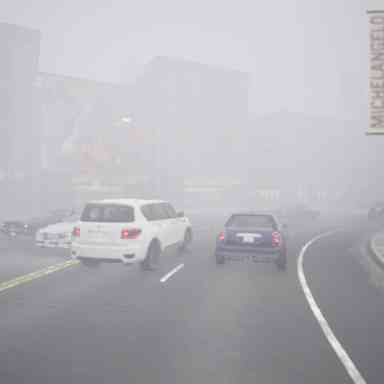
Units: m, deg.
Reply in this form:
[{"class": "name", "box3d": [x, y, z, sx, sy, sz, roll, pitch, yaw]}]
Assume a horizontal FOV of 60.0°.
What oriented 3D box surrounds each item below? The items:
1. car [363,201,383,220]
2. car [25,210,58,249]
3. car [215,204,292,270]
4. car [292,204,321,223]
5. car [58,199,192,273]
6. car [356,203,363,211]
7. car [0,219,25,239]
[{"class": "car", "box3d": [17.538, 1.562, 29.072, 4.553, 1.767, 2.097, 1, 0, -29]}, {"class": "car", "box3d": [-4.413, 1.527, 14.195, 1.812, 1.442, 4.674, 0, 0, 21]}, {"class": "car", "box3d": [2.262, 1.399, 11.595, 2.097, 1.767, 4.553, 1, 0, 17]}, {"class": "car", "box3d": [8.425, 1.682, 27.234, 5.357, 1.411, 2.033, 1, 0, -41]}, {"class": "car", "box3d": [-1.651, 1.237, 11.102, 2.150, 2.045, 5.566, 0, 0, 16]}, {"class": "car", "box3d": [23.857, 1.862, 44.276, 4.181, 1.385, 1.994, 1, 0, -26]}, {"class": "car", "box3d": [-7.147, 1.587, 16.915, 1.895, 1.301, 4.718, 0, 0, 23]}]
